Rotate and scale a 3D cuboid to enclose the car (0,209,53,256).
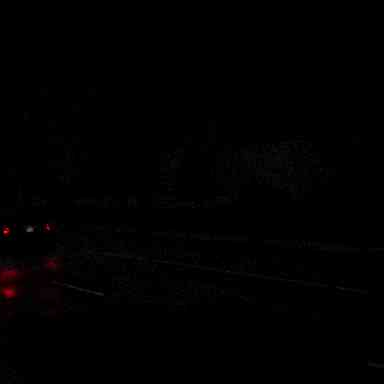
[{"bbox_3d":[-7.830,1.480,13.752,4.553,1.767,2.097,-1,-1,36],"label":"car"}]
